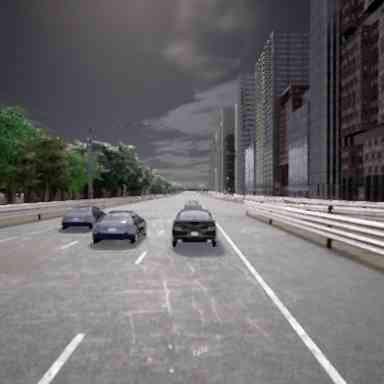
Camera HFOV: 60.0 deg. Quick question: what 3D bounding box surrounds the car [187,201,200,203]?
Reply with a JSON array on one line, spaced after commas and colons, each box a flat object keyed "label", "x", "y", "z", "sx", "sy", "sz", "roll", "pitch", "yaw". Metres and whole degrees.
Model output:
[{"label": "car", "x": 0.112, "y": 1.593, "z": 33.588, "sx": 2.033, "sy": 1.411, "sz": 5.357, "roll": 0, "pitch": 0, "yaw": 0}]

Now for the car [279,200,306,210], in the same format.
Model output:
[{"label": "car", "x": 10.779, "y": 1.605, "z": 37.120, "sx": 2.163, "sy": 1.488, "sz": 4.792, "roll": 0, "pitch": 0, "yaw": -14}]

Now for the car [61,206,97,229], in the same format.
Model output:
[{"label": "car", "x": -6.892, "y": 1.591, "z": 21.758, "sx": 1.994, "sy": 1.385, "sz": 4.181, "roll": 0, "pitch": 0, "yaw": 0}]

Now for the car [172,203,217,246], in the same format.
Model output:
[{"label": "car", "x": 0.104, "y": 1.495, "z": 15.495, "sx": 1.882, "sy": 1.535, "sz": 5.008, "roll": 0, "pitch": 0, "yaw": 0}]

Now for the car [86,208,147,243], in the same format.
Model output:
[{"label": "car", "x": -3.394, "y": 1.583, "z": 16.211, "sx": 1.994, "sy": 1.385, "sz": 4.181, "roll": 0, "pitch": 0, "yaw": 0}]
